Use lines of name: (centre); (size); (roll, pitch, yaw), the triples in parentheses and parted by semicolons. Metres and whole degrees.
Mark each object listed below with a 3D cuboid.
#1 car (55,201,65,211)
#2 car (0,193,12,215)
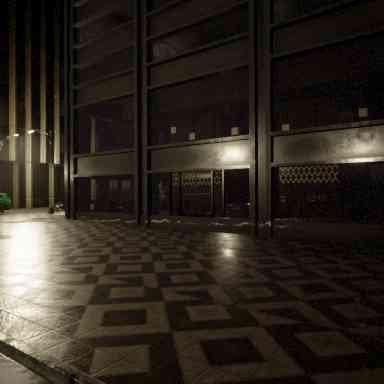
car: (-13.364, 1.325, 38.591); (1.882, 1.535, 5.008); (0, 0, 35)
car: (-19.387, 1.113, 30.062); (2.150, 2.045, 5.566); (0, 0, 37)
